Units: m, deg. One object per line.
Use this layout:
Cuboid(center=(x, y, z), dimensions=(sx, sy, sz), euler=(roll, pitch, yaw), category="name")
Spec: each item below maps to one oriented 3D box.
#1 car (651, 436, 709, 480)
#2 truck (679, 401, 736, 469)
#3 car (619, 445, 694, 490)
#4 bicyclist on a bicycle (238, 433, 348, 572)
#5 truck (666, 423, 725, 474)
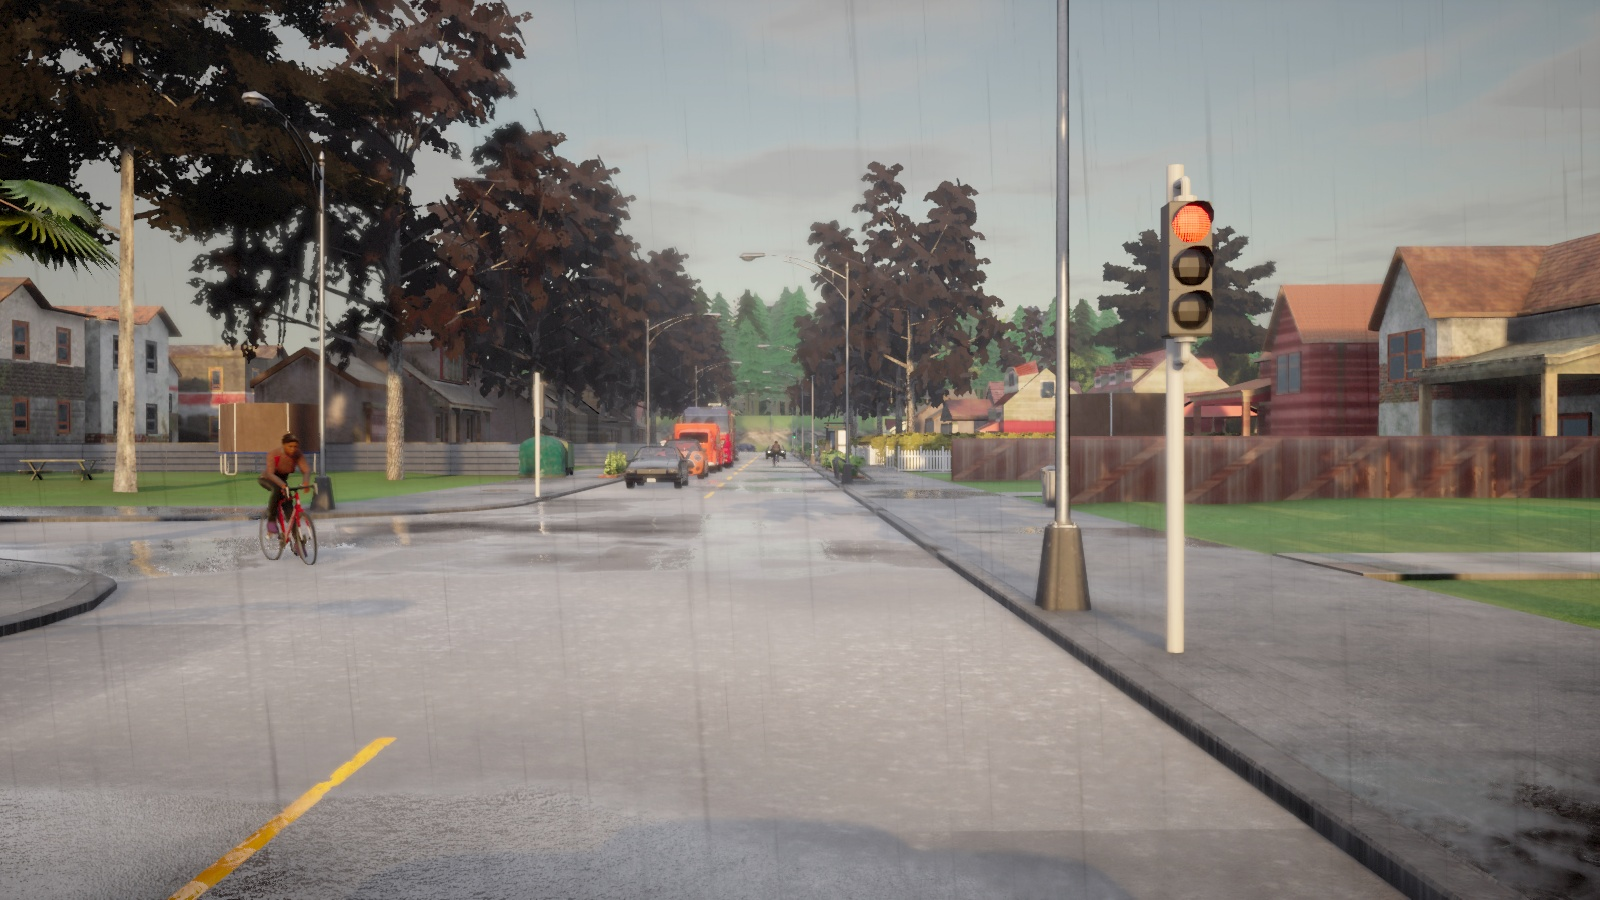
Cuboid(center=(-4.985, 0.303, 52.843), dimensions=(2.097, 1.767, 4.553), euler=(0, 0, -1), category="car")
Cuboid(center=(-5.423, -0.845, 74.966), dimensions=(2.891, 3.827, 8.468), euler=(0, 0, -1), category="truck")
Cuboid(center=(-4.789, 0.549, 42.690), dimensions=(2.033, 1.411, 5.357), euler=(0, 0, -1), category="car")
Cuboid(center=(-6.295, 0.606, 15.560), dimensions=(1.656, 1.620, 0.582), euler=(1, 3, 44), category="bicyclist on a bicycle")
Cuboid(center=(-5.189, -0.100, 63.075), dimensions=(2.627, 2.467, 5.204), euler=(0, 0, -1), category="truck")
